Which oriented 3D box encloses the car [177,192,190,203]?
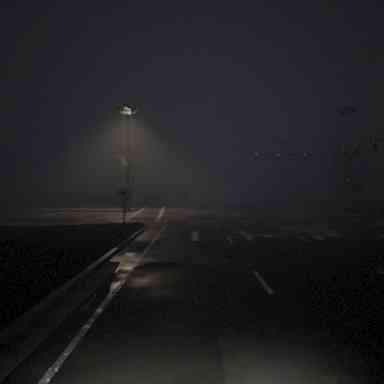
[{"bbox_3d":[-1.833,1.111,64.827,2.150,2.045,5.566,0,0,0],"label":"car"}]
